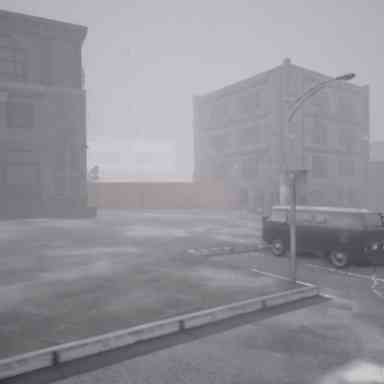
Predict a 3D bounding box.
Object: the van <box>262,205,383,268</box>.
[{"bbox_3d":[4.614,1.518,12.435,1.878,1.987,4.442,3,-2,-35],"label":"van"}]
